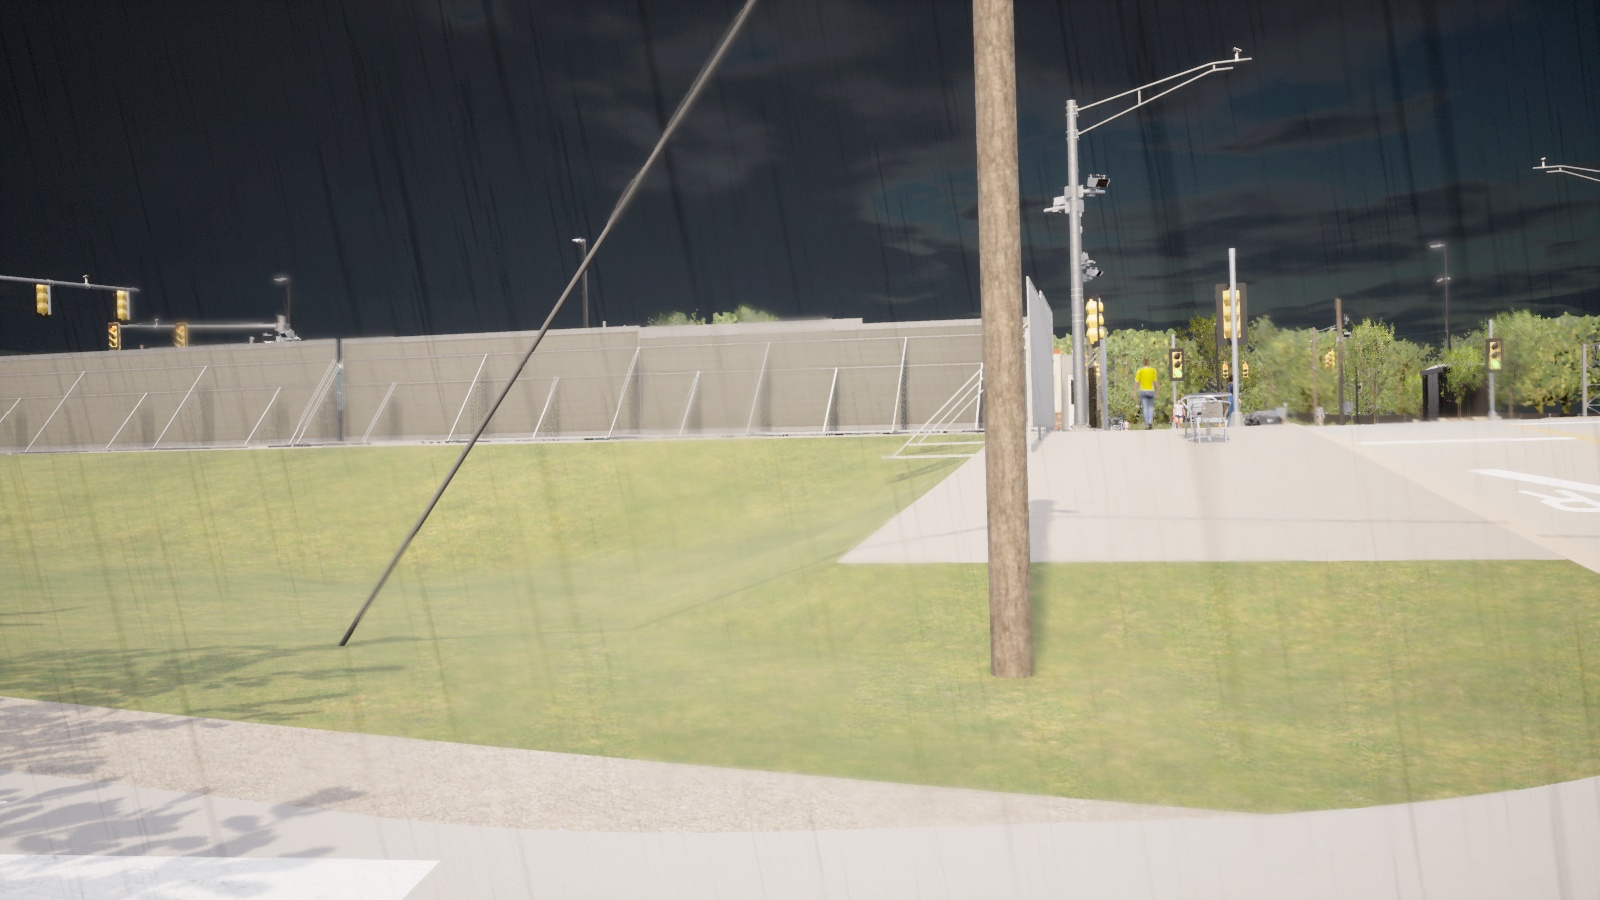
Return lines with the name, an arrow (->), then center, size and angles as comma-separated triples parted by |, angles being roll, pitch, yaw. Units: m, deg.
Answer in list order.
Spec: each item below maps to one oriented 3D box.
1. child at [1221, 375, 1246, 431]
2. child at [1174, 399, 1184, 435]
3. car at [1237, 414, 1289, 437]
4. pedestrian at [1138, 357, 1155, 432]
child -> 10.040, -1.089, 29.094 | 0.437, 1.263, 0.270 | -1, 0, -5
child -> 11.845, -1.029, 39.260 | 0.255, 1.110, 0.394 | -1, 0, 13
car -> 31.362, -1.671, 85.205 | 2.163, 1.488, 4.792 | -1, 1, 7
pedestrian -> 8.668, -1.372, 31.382 | 0.354, 1.836, 0.706 | -1, 0, 17
